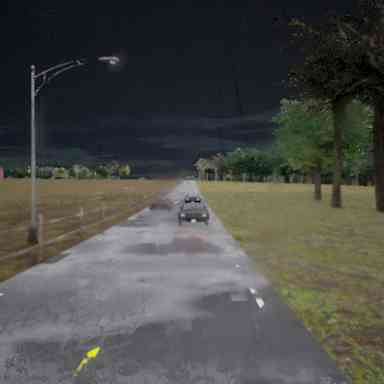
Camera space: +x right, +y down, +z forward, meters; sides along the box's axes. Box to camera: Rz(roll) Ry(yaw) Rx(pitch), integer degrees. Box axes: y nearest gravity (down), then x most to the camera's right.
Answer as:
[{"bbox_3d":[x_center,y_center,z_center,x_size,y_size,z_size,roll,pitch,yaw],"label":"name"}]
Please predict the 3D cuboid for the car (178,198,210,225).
[{"bbox_3d":[0.093,1.330,21.546,1.895,1.301,4.718,0,1,0],"label":"car"}]

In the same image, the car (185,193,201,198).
[{"bbox_3d":[0.087,0.819,39.384,1.895,1.301,4.718,0,2,0],"label":"car"}]

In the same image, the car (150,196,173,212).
[{"bbox_3d":[-2.760,1.079,30.675,1.895,1.301,4.718,0,2,0],"label":"car"}]
